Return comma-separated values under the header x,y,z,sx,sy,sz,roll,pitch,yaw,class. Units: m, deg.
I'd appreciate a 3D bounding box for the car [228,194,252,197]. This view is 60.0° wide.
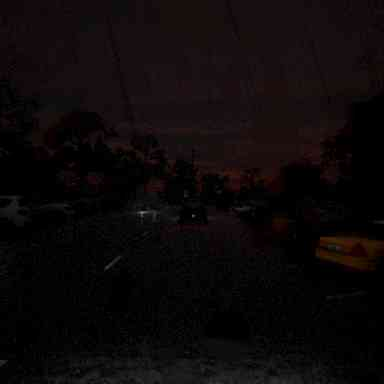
x,y,z,sx,sy,sz,roll,pitch,yaw,class
6.030,1.327,30.327,4.553,1.767,2.185,1,0,-20,car

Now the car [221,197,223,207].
x,y,z,sx,sy,sz,roll,pitch,yaw,class
5.997,1.485,36.236,4.674,1.452,2.002,1,0,-20,car

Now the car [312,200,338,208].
x,y,z,sx,sy,sz,roll,pitch,yaw,class
28.084,2.435,70.330,2.231,1.521,4.892,2,-1,-21,car

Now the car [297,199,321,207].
x,y,z,sx,sy,sz,roll,pitch,yaw,class
24.691,2.331,70.297,2.231,1.521,4.892,2,-1,-21,car

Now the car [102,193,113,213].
x,y,z,sx,sy,sz,roll,pitch,yaw,class
-10.923,1.320,34.599,4.553,1.767,2.185,-1,0,-20,car

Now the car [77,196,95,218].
x,y,z,sx,sy,sz,roll,pitch,yaw,class
-10.976,1.328,28.533,4.553,1.767,2.185,-1,0,-20,car

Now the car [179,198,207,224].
x,y,z,sx,sy,sz,roll,pitch,yaw,class
0.097,1.450,24.373,1.882,1.535,5.008,0,-1,0,car

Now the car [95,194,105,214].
x,y,z,sx,sy,sz,roll,pitch,yaw,class
-10.983,1.324,31.560,4.553,1.767,2.185,-1,0,-20,car

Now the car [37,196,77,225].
x,y,z,sx,sy,sz,roll,pitch,yaw,class
-10.926,1.208,22.514,5.566,2.045,2.435,-1,0,-20,car

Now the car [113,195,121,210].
x,y,z,sx,sy,sz,roll,pitch,yaw,class
-10.958,1.444,37.613,4.892,1.521,2.231,-1,0,-20,car

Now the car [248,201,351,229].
x,y,z,sx,sy,sz,roll,pitch,yaw,class
5.995,1.466,18.492,5.008,1.535,2.097,1,0,-20,car

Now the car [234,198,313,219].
x,y,z,sx,sy,sz,roll,pitch,yaw,class
6.000,1.460,24.407,4.892,1.521,2.231,1,0,-20,car

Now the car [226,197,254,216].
x,y,z,sx,sy,sz,roll,pitch,yaw,class
5.827,1.450,27.290,5.366,1.575,1.946,1,0,-20,car

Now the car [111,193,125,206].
x,y,z,sx,sy,sz,roll,pitch,yaw,class
-10.976,1.188,40.617,5.566,2.045,2.435,-1,0,-20,car

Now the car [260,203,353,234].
x,y,z,sx,sy,sz,roll,pitch,yaw,class
6.169,1.469,15.596,5.366,1.575,1.946,1,0,-20,car

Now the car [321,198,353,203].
x,y,z,sx,sy,sz,roll,pitch,yaw,class
22.458,2.237,51.959,1.946,1.575,5.366,2,1,-21,car

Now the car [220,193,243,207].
x,y,z,sx,sy,sz,roll,pitch,yaw,class
6.023,1.191,39.212,5.566,2.045,2.435,1,0,-20,car

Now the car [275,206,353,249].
x,y,z,sx,sy,sz,roll,pitch,yaw,class
5.998,1.472,12.562,5.008,1.535,2.097,1,0,-20,car

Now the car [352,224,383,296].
x,y,z,sx,sy,sz,roll,pitch,yaw,class
5.975,1.509,6.632,4.792,1.488,2.163,1,0,-20,car

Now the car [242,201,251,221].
x,y,z,sx,sy,sz,roll,pitch,yaw,class
6.022,1.492,21.458,4.792,1.488,2.163,1,0,-20,car

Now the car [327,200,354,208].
x,y,z,sx,sy,sz,roll,pitch,yaw,class
31.404,2.534,70.551,1.946,1.575,5.366,2,-1,-21,car

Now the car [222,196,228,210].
x,y,z,sx,sy,sz,roll,pitch,yaw,class
6.002,1.450,33.278,4.892,1.521,2.231,1,0,-20,car

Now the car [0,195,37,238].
x,y,z,sx,sy,sz,roll,pitch,yaw,class
-10.981,1.216,16.447,5.566,2.045,2.435,-1,0,-20,car

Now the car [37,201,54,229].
x,y,z,sx,sy,sz,roll,pitch,yaw,class
-10.919,1.493,19.491,4.792,1.488,2.163,-1,0,-20,car

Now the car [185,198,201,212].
x,y,z,sx,sy,sz,roll,pitch,yaw,class
0.096,1.459,39.877,1.837,1.490,4.892,0,0,0,car

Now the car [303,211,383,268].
x,y,z,sx,sy,sz,roll,pitch,yaw,class
6.168,1.475,9.678,5.366,1.575,1.946,1,0,-20,car

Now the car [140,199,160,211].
x,y,z,sx,sy,sz,roll,pitch,yaw,class
-5.039,1.554,40.409,1.895,1.301,4.718,0,0,1,car
